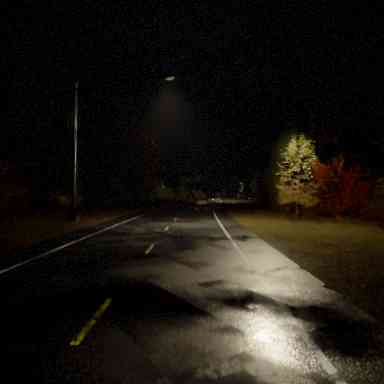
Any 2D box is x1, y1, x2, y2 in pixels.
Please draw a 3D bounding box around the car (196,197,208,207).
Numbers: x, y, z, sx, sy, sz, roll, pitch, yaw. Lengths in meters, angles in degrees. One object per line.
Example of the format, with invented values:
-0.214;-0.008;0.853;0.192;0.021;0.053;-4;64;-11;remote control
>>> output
1.631;1.526;54.238;1.801;1.575;5.366;1;0;3;car
